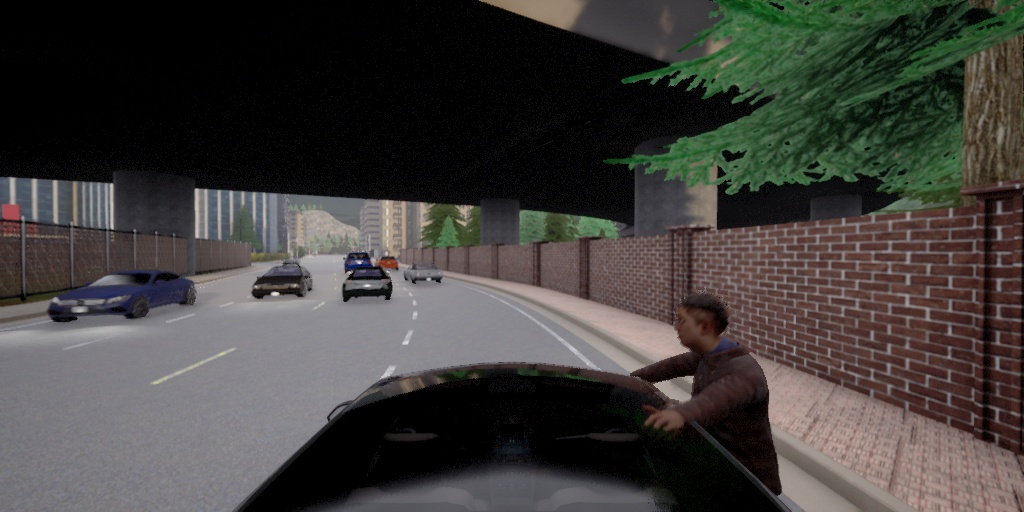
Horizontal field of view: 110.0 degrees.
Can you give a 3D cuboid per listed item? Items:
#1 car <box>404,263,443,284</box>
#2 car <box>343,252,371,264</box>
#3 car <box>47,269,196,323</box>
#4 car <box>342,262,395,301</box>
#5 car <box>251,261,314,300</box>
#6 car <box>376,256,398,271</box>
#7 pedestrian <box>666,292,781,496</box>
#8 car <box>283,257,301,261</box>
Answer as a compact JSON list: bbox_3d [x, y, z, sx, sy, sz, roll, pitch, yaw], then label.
[{"bbox_3d":[-6.176,1.142,24.501,1.895,1.301,4.718,0,1,-25],"label":"car"},{"bbox_3d":[-14.207,0.690,32.960,2.150,2.045,5.566,0,0,-26],"label":"car"},{"bbox_3d":[-12.617,1.193,12.065,1.812,1.442,4.674,0,1,-18],"label":"car"},{"bbox_3d":[-6.665,1.180,16.658,1.994,1.385,4.181,0,1,-20],"label":"car"},{"bbox_3d":[-10.831,1.163,17.313,2.033,1.411,5.357,0,1,-23],"label":"car"},{"bbox_3d":[-14.487,0.747,41.326,2.097,1.767,4.553,0,1,-26],"label":"car"},{"bbox_3d":[1.067,1.070,1.669,0.375,1.860,0.375,-8,2,0],"label":"pedestrian"},{"bbox_3d":[-30.491,0.736,49.727,1.895,1.301,4.718,0,1,-26],"label":"car"}]
